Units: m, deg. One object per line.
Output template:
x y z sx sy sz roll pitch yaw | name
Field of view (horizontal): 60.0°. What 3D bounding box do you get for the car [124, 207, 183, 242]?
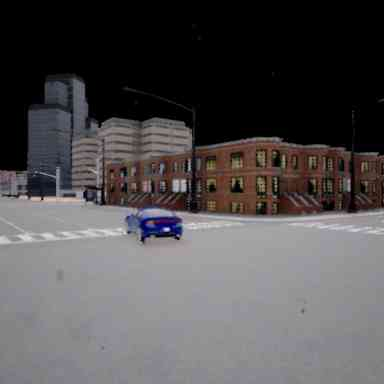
-2.046 1.470 16.617 1.882 1.535 5.008 1 0 -23 | car
